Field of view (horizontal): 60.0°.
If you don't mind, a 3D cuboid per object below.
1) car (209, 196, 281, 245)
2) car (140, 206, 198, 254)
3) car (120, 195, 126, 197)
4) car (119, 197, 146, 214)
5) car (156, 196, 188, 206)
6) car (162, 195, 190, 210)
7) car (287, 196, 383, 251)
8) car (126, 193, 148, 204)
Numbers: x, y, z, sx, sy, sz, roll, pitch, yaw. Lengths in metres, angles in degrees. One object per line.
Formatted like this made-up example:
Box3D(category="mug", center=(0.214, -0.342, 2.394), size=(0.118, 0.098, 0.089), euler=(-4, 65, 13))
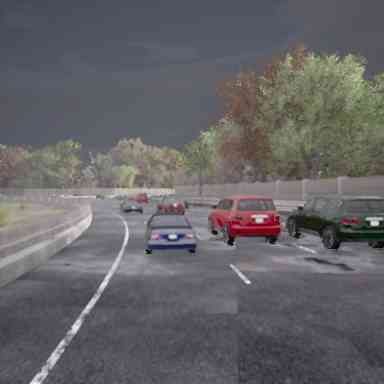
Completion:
Box3D(category="car", center=(2.260, 1.180, 15.539), size=(2.150, 2.045, 5.566), euler=(0, 0, -8))
Box3D(category="car", center=(-0.959, 1.525, 13.495), size=(2.033, 1.411, 5.357), euler=(0, 0, -7))
Box3D(category="car", center=(-17.312, 1.452, 84.537), size=(2.033, 1.411, 5.357), euler=(0, 0, -1))
Box3D(category="car", center=(-6.557, 1.523, 35.454), size=(1.994, 1.385, 4.181), euler=(0, 0, -19))
Box3D(category="car", center=(-2.243, 1.295, 33.697), size=(2.097, 1.767, 4.553), euler=(0, 0, -18))
Box3D(category="car", center=(-2.150, 1.275, 43.081), size=(2.097, 1.767, 4.553), euler=(0, 0, -23))
Box3D(category="car", center=(5.979, 1.165, 14.104), size=(2.150, 2.045, 5.566), euler=(0, 0, -7))
Box3D(category="car", center=(-9.523, 1.147, 59.306), size=(2.150, 2.045, 5.566), euler=(0, 0, -25))
